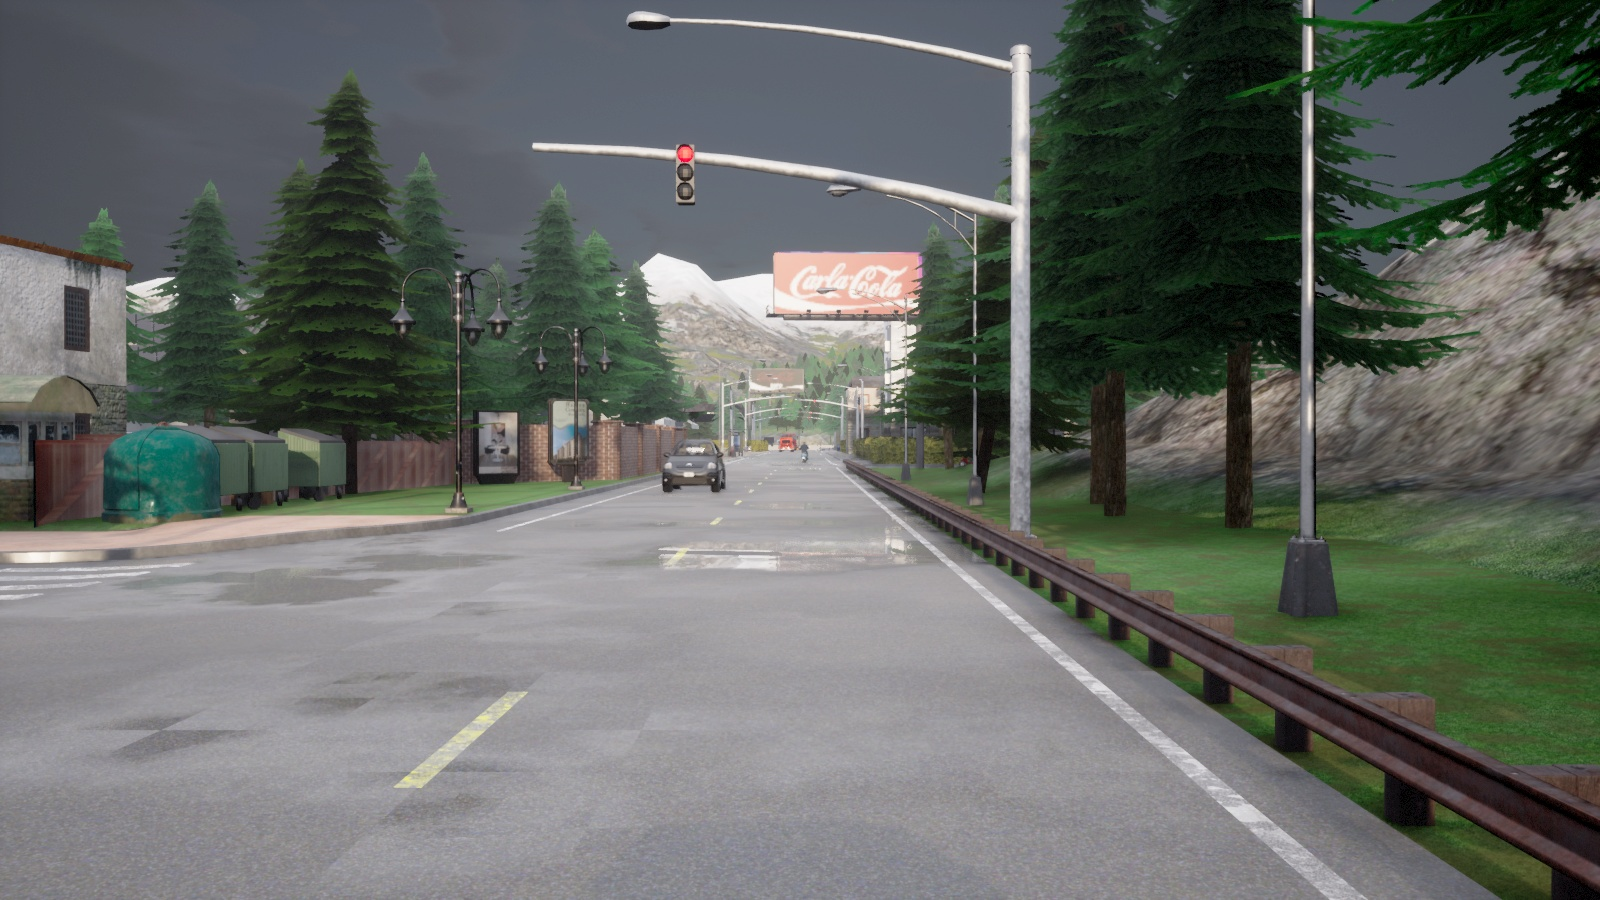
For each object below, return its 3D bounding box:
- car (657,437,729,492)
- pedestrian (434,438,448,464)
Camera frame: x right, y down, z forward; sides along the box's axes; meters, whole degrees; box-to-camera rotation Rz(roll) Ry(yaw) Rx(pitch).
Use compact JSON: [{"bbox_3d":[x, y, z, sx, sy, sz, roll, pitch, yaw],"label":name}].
[{"bbox_3d":[-3.261,0.422,38.926,1.851,1.617,3.988,0,0,0],"label":"car"},{"bbox_3d":[-25.742,0.055,90.004,0.849,1.883,0.563,0,0,0],"label":"pedestrian"}]
